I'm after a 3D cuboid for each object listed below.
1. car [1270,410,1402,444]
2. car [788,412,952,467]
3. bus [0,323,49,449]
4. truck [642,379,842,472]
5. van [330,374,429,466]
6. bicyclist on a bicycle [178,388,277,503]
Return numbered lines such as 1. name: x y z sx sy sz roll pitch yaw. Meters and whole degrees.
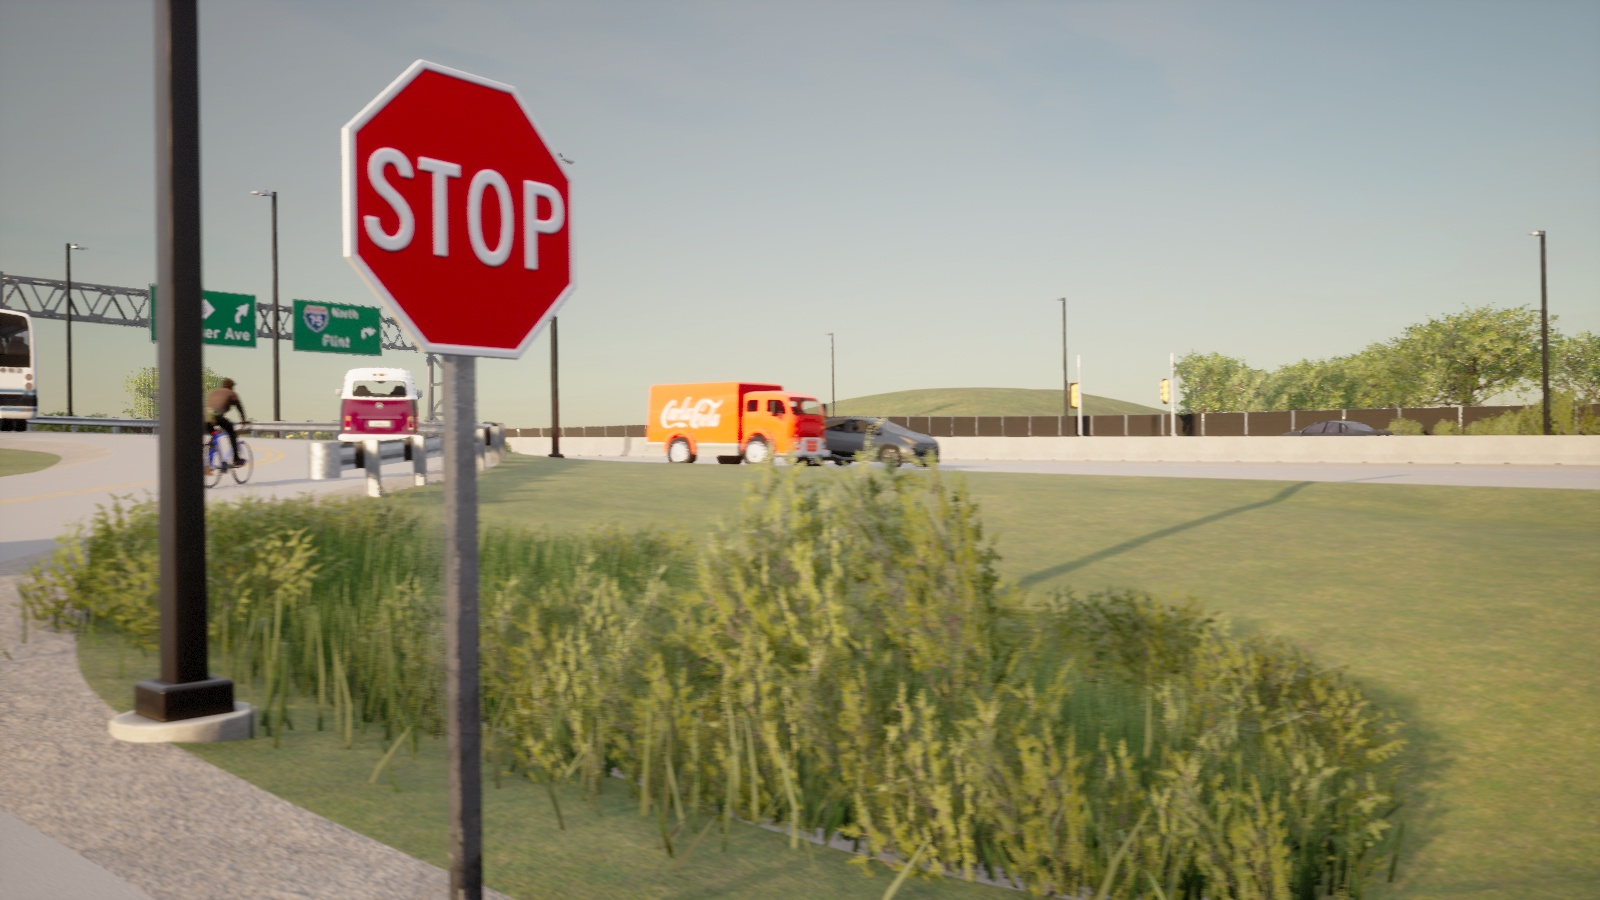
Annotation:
1. car: 23.809 -1.022 56.019 2.033 1.411 5.357 -2 1 -26
2. car: 2.055 -0.291 37.536 4.514 1.525 2.007 -1 0 37
3. bus: -30.631 -2.319 46.379 3.944 4.253 10.273 -1 2 -37
4. truck: -1.698 -0.661 35.975 5.204 2.467 2.627 0 1 37
5. van: -10.150 -0.747 30.353 2.069 2.038 4.480 -1 2 -19
6. bicyclist on a bicycle: -8.516 -0.094 18.755 0.582 1.620 1.656 -2 2 2
